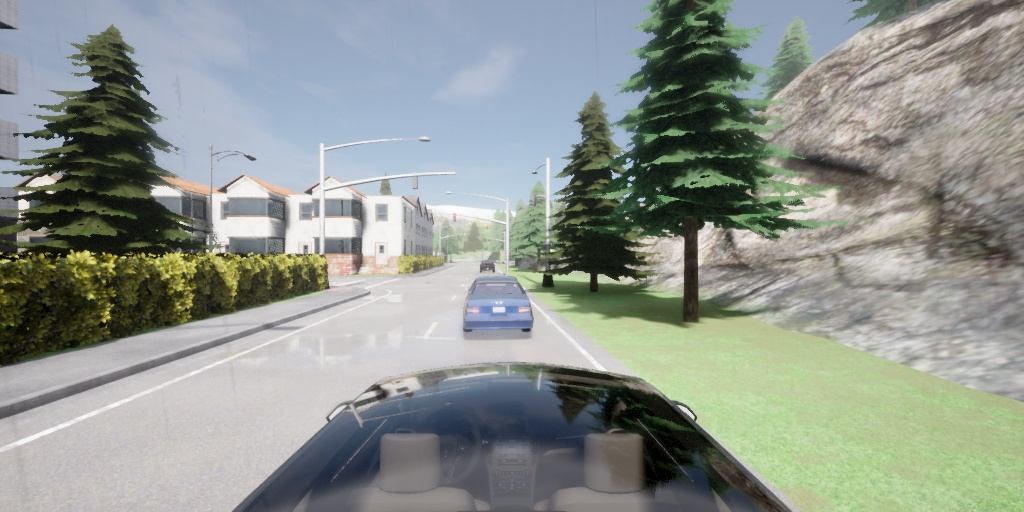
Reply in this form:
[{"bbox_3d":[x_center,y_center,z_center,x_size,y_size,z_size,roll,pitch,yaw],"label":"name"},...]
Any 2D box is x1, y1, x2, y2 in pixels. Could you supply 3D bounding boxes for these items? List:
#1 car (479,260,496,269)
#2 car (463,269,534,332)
[{"bbox_3d":[-3.081,1.255,44.718,1.837,1.490,4.892,0,0,-4],"label":"car"},{"bbox_3d":[-0.483,1.297,10.840,2.033,1.411,5.357,0,0,-4],"label":"car"}]
